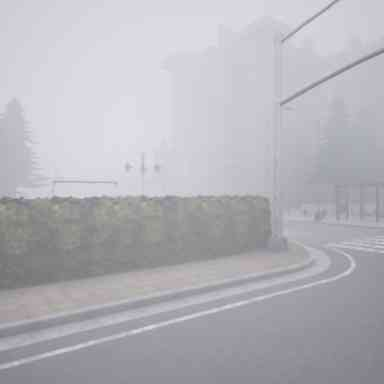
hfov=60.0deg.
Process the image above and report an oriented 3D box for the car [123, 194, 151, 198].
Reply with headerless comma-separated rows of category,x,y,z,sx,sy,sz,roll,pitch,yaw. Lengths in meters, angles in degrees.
car,-4.890,1.227,31.608,2.150,2.045,5.566,0,0,-35
